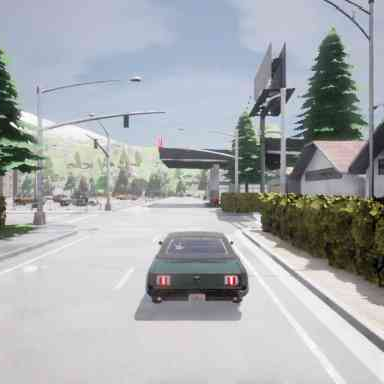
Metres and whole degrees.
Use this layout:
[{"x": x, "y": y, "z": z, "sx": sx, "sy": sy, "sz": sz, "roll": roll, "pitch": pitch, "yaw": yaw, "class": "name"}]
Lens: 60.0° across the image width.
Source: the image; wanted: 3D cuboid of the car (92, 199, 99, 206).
[{"x": -16.154, "y": 1.361, "z": 50.671, "sx": 3.806, "sy": 1.475, "sz": 1.970, "roll": 0, "pitch": 0, "yaw": 0, "class": "car"}]

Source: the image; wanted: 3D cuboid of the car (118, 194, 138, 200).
[{"x": -16.388, "y": 1.330, "z": 84.927, "sx": 5.027, "sy": 1.636, "sz": 2.152, "roll": 0, "pitch": 0, "yaw": 0, "class": "car"}]

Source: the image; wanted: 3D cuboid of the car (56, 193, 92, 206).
[{"x": -16.747, "y": 1.077, "z": 47.343, "sx": 3.866, "sy": 1.878, "sz": 1.905, "roll": 0, "pitch": 0, "yaw": 0, "class": "car"}]

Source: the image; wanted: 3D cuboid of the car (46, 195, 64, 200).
[{"x": -35.054, "y": 1.384, "z": 84.975, "sx": 3.806, "sy": 1.475, "sz": 1.970, "roll": 0, "pitch": 0, "yaw": 0, "class": "car"}]

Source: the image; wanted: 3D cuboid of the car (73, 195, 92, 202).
[{"x": -23.999, "y": 1.320, "z": 73.041, "sx": 3.633, "sy": 1.501, "sz": 1.845, "roll": 0, "pitch": 0, "yaw": 0, "class": "car"}]

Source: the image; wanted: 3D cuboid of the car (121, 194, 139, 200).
[{"x": -16.457, "y": 1.340, "z": 88.064, "sx": 4.514, "sy": 1.523, "sz": 2.007, "roll": 0, "pitch": 0, "yaw": 0, "class": "car"}]

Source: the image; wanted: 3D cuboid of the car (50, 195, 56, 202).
[{"x": -23.988, "y": 1.298, "z": 63.048, "sx": 4.514, "sy": 1.523, "sz": 2.007, "roll": 0, "pitch": 0, "yaw": 0, "class": "car"}]

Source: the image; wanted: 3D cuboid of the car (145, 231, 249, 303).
[{"x": 0.099, "y": 1.601, "z": 8.155, "sx": 1.895, "sy": 1.301, "sz": 4.718, "roll": 0, "pitch": 0, "yaw": 0, "class": "car"}]

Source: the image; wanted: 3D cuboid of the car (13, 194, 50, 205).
[{"x": -24.633, "y": 1.097, "z": 50.588, "sx": 4.605, "sy": 1.855, "sz": 1.932, "roll": 0, "pitch": 0, "yaw": 0, "class": "car"}]
